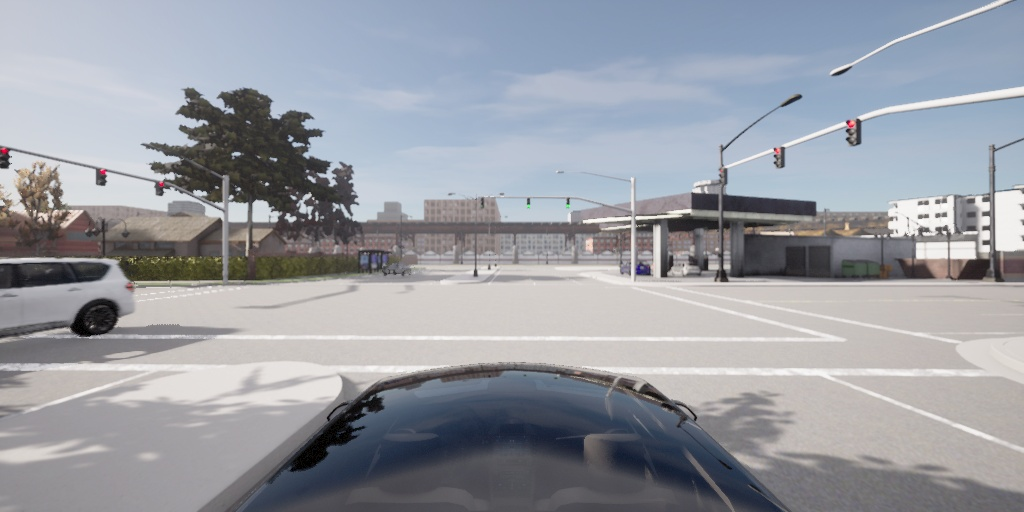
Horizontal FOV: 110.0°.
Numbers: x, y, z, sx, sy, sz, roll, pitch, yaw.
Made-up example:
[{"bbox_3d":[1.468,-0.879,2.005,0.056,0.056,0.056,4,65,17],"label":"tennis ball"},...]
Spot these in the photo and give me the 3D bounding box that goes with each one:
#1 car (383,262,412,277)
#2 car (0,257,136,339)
[{"bbox_3d":[-11.505,1.334,36.250,1.994,1.385,4.181,0,0,0],"label":"car"},{"bbox_3d":[-11.501,1.037,7.568,2.150,2.045,5.566,0,0,0],"label":"car"}]
